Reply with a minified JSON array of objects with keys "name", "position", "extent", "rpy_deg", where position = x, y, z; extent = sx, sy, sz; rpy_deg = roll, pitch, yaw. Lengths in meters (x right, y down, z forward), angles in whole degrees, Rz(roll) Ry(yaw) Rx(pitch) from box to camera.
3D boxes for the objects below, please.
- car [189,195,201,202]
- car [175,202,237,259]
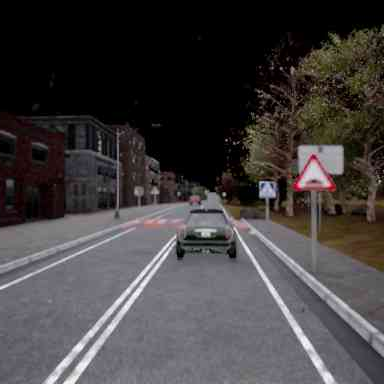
[{"name":"car","position":[0.679,1.625,66.471],"extent":[2.150,2.045,5.566],"rpy_deg":[0,-1,4]},{"name":"car","position":[0.603,1.433,13.161],"extent":[2.097,1.767,4.553],"rpy_deg":[0,0,4]}]
